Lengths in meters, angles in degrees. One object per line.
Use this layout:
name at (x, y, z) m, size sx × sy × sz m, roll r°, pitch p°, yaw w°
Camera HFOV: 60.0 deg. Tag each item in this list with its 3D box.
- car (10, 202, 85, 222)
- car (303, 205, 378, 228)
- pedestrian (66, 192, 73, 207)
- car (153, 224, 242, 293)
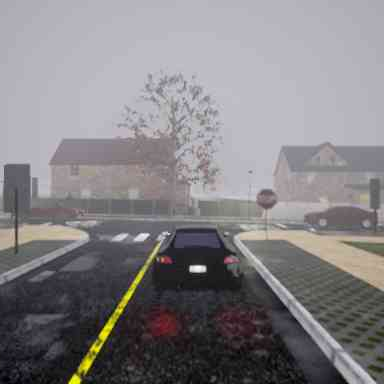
car at (-10.222, 1.374, 23.645) m, size 4.718 × 1.301 × 1.895 m, roll 1°, pitch 0°, yaw 2°
car at (10.456, 1.694, 23.558) m, size 5.008 × 1.535 × 1.882 m, roll 1°, pitch 0°, yaw -2°
pedestrian at (-9.699, 0.936, 26.384) m, size 0.375 × 1.860 × 0.375 m, roll 0°, pitch -1°, yaw 0°
car at (0.106, 1.536, 8.820) m, size 1.994 × 1.385 × 4.181 m, roll 0°, pitch 0°, yaw 0°
